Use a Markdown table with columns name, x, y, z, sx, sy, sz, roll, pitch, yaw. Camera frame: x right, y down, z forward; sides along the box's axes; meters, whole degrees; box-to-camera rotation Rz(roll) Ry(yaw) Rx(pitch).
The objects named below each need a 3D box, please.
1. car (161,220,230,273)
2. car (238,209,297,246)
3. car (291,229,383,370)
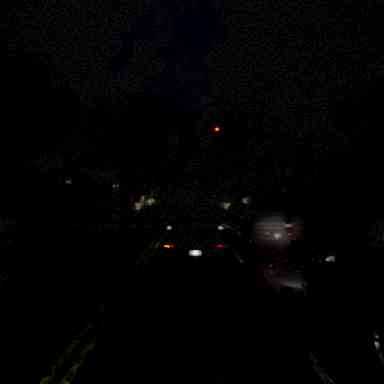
| name | x | y | z | sx | sy | sz | roll | pitch | yaw |
| --- | --- | --- | --- | --- | --- | --- | --- | --- | --- |
| car | 0.094 | 1.596 | 10.820 | 1.994 | 1.385 | 4.181 | 0 | 0 | 0 |
| car | 3.350 | 1.537 | 15.470 | 2.128 | 1.511 | 4.902 | 0 | 0 | -2 |
| car | 3.345 | 1.580 | 5.566 | 1.994 | 1.385 | 4.181 | 0 | 0 | 0 |
